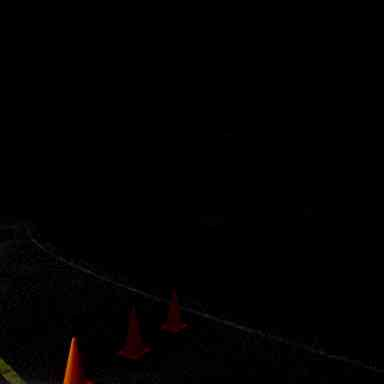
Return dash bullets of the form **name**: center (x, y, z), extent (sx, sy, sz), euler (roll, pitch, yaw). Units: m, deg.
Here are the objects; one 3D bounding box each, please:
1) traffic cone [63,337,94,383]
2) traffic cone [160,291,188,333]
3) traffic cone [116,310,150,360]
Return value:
- **traffic cone**: center (-1.331, 1.945, 3.775), extent (0.340, 0.580, 0.340), euler (1, 1, 31)
- **traffic cone**: center (-0.293, 1.932, 5.477), extent (0.340, 0.580, 0.340), euler (1, 1, 31)
- **traffic cone**: center (-0.812, 1.938, 4.626), extent (0.340, 0.580, 0.340), euler (1, 1, 31)
